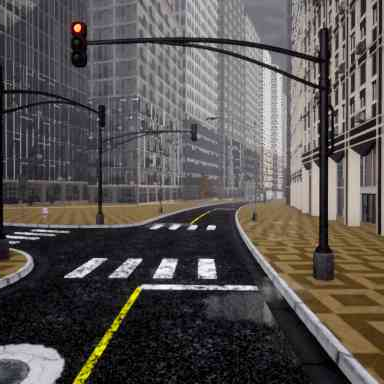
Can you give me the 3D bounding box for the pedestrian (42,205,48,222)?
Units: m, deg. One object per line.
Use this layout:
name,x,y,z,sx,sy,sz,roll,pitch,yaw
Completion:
pedestrian,-9.293,1.344,21.036,0.500,1.100,0.500,0,0,17
